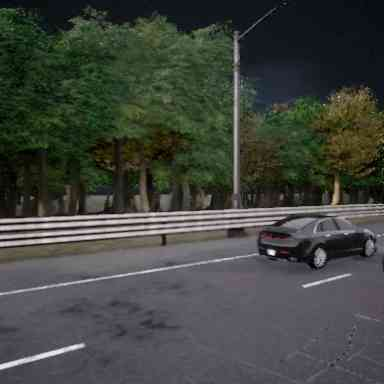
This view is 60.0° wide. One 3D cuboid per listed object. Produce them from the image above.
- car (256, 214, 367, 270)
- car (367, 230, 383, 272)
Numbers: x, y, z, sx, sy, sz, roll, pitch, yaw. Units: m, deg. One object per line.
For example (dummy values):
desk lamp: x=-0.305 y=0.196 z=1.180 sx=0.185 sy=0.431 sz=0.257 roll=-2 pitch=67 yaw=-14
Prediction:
car: x=4.286 y=1.510 z=11.112 sx=4.892 sy=1.490 sz=1.837 roll=0 pitch=0 yaw=-36
car: x=6.620 y=1.531 z=8.471 sx=4.674 sy=1.442 sz=1.812 roll=0 pitch=0 yaw=-36
